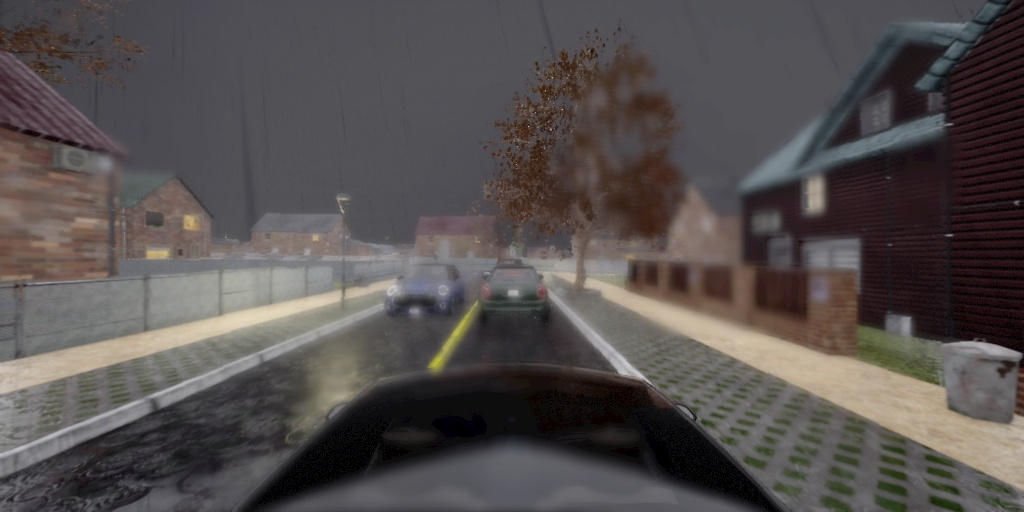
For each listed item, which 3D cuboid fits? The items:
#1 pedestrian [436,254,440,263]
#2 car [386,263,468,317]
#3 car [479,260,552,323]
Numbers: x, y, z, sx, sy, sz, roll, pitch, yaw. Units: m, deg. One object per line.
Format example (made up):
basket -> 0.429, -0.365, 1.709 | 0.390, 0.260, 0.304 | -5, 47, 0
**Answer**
pedestrian -> -9.704, 0.655, 46.774 | 0.375, 1.860, 0.375 | 0, -1, 0
car -> -2.846, 1.071, 12.911 | 2.097, 1.767, 4.553 | 0, 0, 0
car -> 0.094, 1.073, 12.132 | 2.097, 1.767, 4.553 | 0, 0, 0
